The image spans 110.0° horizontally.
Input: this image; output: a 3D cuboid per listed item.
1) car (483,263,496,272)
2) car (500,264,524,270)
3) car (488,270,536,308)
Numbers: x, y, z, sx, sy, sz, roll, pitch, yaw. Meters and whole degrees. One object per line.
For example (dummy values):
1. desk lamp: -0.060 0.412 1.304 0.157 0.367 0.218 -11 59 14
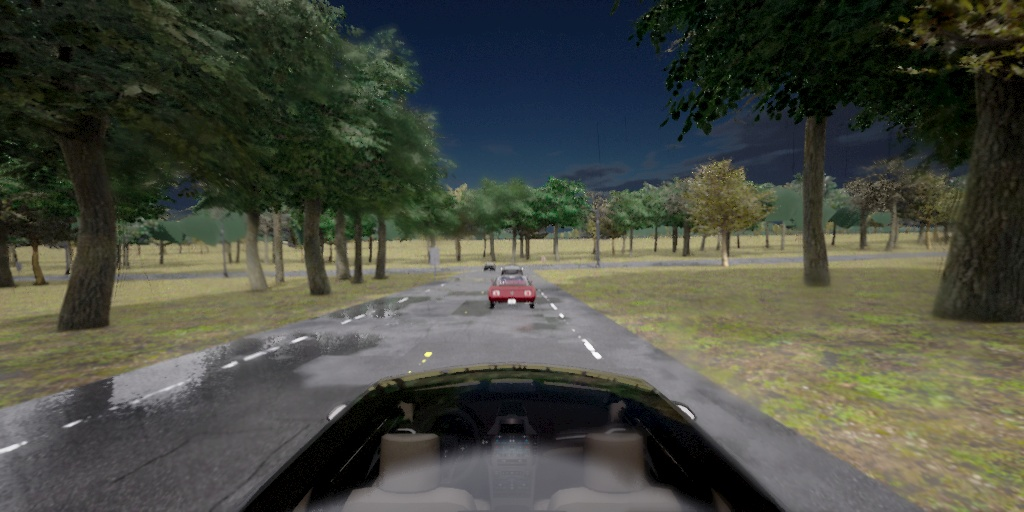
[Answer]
1. car: -3.496 1.769 56.525 1.895 1.301 4.718 0 0 0
2. car: 0.010 1.469 31.361 1.882 1.535 5.008 0 0 0
3. car: 0.004 1.474 15.939 1.895 1.301 4.718 0 0 0
